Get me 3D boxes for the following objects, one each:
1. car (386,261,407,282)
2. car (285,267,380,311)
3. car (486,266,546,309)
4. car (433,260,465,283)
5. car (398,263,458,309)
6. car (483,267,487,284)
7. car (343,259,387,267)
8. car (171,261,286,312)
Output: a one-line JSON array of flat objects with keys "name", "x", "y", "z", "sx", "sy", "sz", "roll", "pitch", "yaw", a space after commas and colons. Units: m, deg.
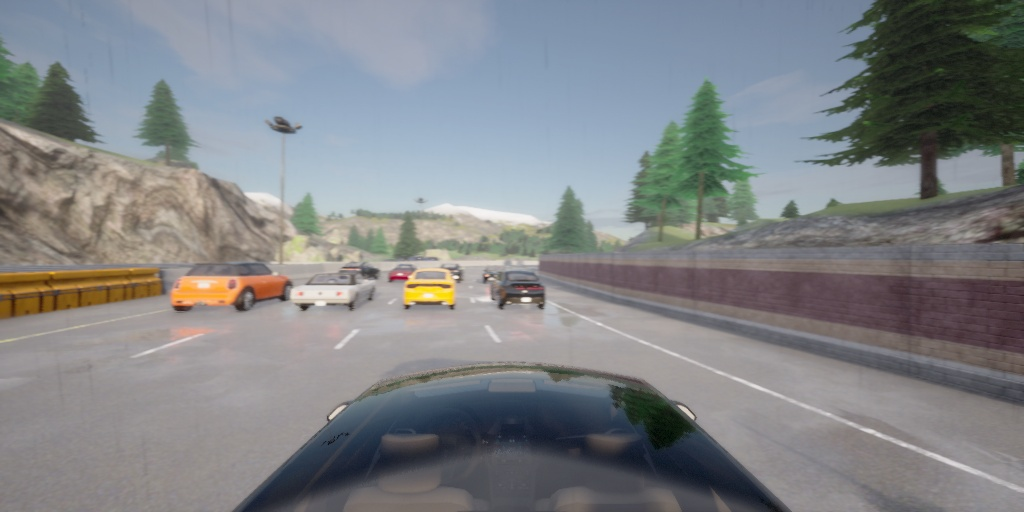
[{"name": "car", "x": -8.339, "y": 1.318, "z": 28.358, "sx": 1.994, "sy": 1.385, "sz": 4.181, "roll": 1, "pitch": 0, "yaw": -3}, {"name": "car", "x": -6.736, "y": 1.299, "z": 14.153, "sx": 1.895, "sy": 1.301, "sz": 4.718, "roll": 1, "pitch": 0, "yaw": -9}, {"name": "car", "x": 0.143, "y": 1.343, "z": 15.504, "sx": 1.837, "sy": 1.490, "sz": 4.892, "roll": 1, "pitch": 0, "yaw": -9}, {"name": "car", "x": -4.847, "y": 1.313, "z": 28.583, "sx": 2.128, "sy": 1.511, "sz": 4.902, "roll": 1, "pitch": 0, "yaw": -3}, {"name": "car", "x": -3.330, "y": 1.246, "z": 15.093, "sx": 1.882, "sy": 1.535, "sz": 5.008, "roll": 1, "pitch": 0, "yaw": -9}, {"name": "car", "x": -1.352, "y": 1.487, "z": 28.614, "sx": 1.895, "sy": 1.301, "sz": 4.718, "roll": 1, "pitch": 0, "yaw": -3}, {"name": "car", "x": -11.830, "y": 1.180, "z": 28.129, "sx": 2.128, "sy": 1.511, "sz": 4.902, "roll": 1, "pitch": 0, "yaw": -3}, {"name": "car", "x": -10.176, "y": 0.981, "z": 13.551, "sx": 2.097, "sy": 1.767, "sz": 4.553, "roll": 1, "pitch": -1, "yaw": -9}]
